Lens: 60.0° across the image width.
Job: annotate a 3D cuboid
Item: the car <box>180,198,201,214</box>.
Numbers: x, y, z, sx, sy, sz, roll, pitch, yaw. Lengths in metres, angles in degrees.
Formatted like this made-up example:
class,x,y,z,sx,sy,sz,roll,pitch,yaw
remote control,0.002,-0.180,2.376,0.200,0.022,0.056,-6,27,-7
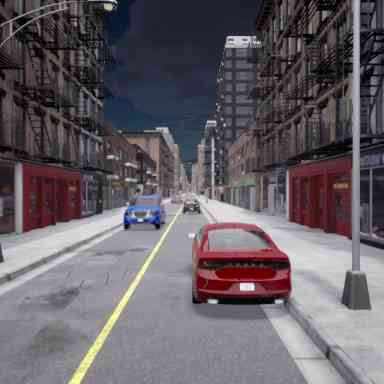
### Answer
class,x,y,z,sx,sy,sz,roll,pitch,yaw
car,-0.035,1.545,35.655,1.812,1.442,4.674,0,0,0

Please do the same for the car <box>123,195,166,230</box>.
class,x,y,z,sx,sy,sz,roll,pitch,yaw
car,-2.913,1.226,21.442,2.150,2.045,5.566,0,0,0

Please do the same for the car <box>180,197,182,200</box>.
class,x,y,z,sx,sy,sz,roll,pitch,yaw
car,-0.121,1.525,45.825,2.128,1.511,4.902,0,0,0

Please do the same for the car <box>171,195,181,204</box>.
class,x,y,z,sx,sy,sz,roll,pitch,yaw
car,-2.940,1.411,64.570,2.097,1.767,4.553,0,0,0

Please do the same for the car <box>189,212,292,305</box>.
class,x,y,z,sx,sy,sz,roll,pitch,yaw
car,0.939,1.478,8.189,1.882,1.535,5.008,0,0,0
